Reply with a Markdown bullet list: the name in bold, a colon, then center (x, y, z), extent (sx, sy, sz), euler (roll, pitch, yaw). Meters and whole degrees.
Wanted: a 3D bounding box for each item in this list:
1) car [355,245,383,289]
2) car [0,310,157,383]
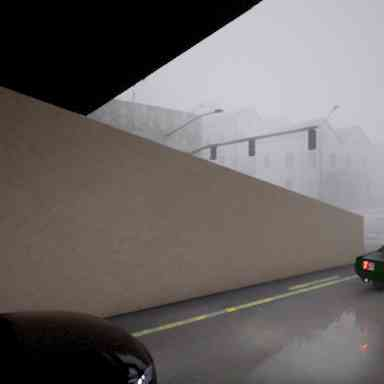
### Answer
- **car**: center (6.062, 1.661, 8.099), extent (4.718, 1.301, 1.895), euler (0, 0, -35)
- **car**: center (-2.510, 1.486, 1.968), extent (4.902, 1.511, 2.128), euler (0, 0, -35)
